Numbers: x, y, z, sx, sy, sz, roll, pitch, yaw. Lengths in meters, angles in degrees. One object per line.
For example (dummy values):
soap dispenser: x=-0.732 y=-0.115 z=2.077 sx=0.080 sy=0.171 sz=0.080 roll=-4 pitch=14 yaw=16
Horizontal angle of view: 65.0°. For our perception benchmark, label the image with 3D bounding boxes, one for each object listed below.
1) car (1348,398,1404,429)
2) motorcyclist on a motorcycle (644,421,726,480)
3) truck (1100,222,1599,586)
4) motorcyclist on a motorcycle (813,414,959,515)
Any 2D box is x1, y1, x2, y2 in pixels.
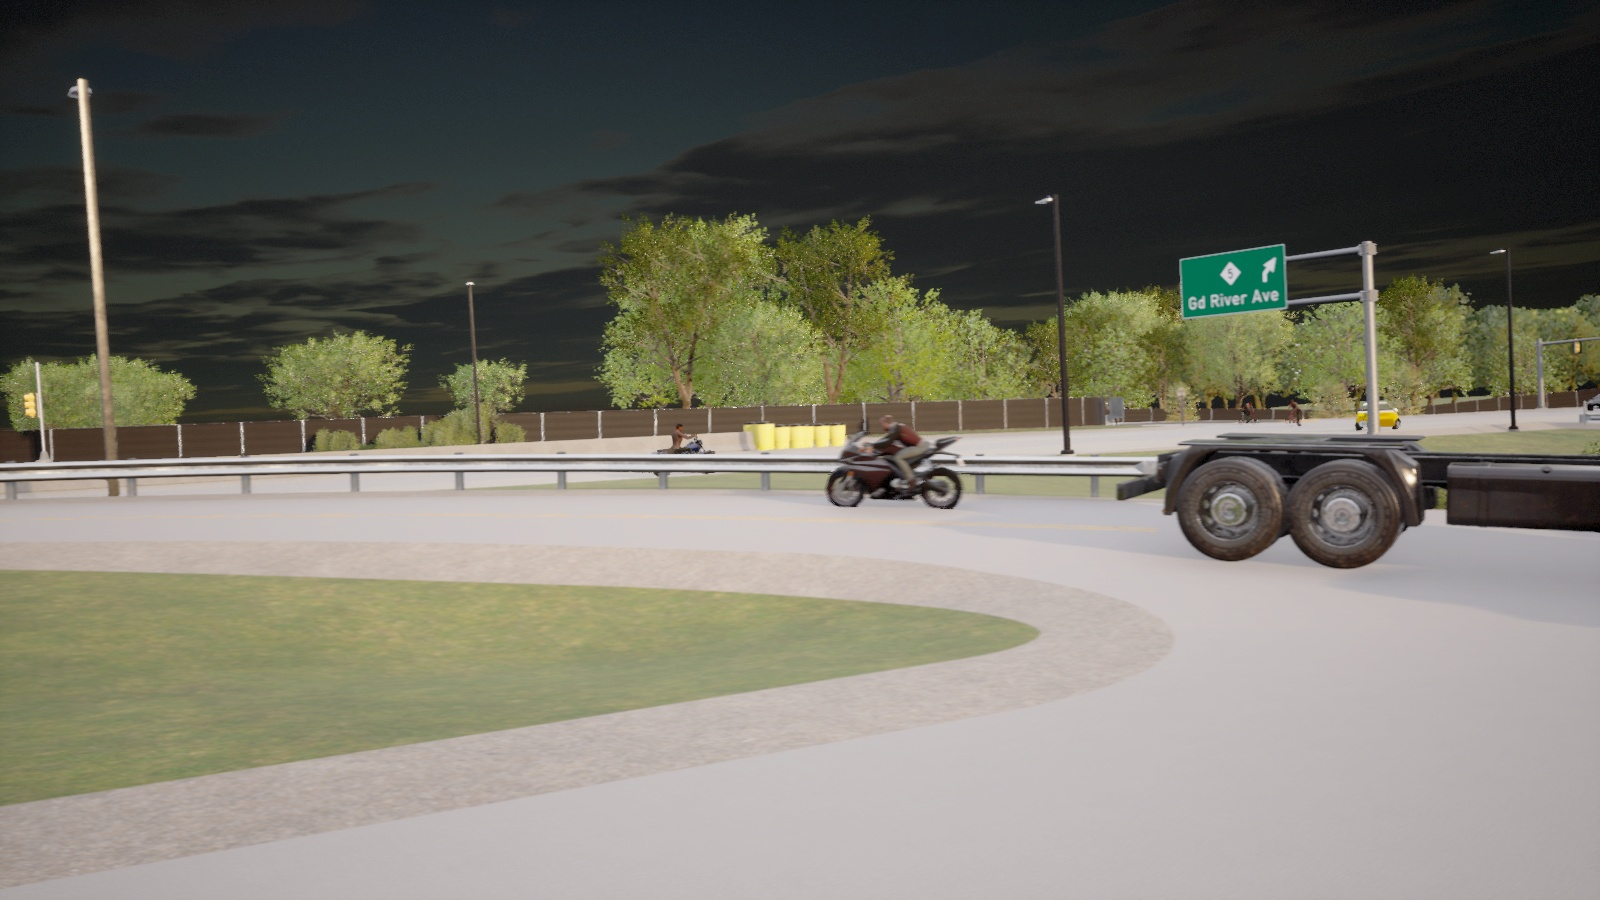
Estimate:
car: x=27.425 y=-1.730 z=59.833 sx=2.207 sy=1.376 sz=1.481 roll=-4 pitch=2 yaw=-35
motorcyclist on a motorcycle: x=-3.449 y=-0.002 z=37.778 sx=2.350 sy=1.649 sz=0.766 roll=-3 pitch=2 yaw=-35
truck: x=7.597 y=-0.521 z=13.643 sx=7.936 sy=3.462 sz=2.891 roll=1 pitch=4 yaw=31
motorcyclist on a motorcycle: x=1.381 y=0.213 z=20.005 sx=2.191 sy=1.530 sz=0.866 roll=0 pitch=3 yaw=15
